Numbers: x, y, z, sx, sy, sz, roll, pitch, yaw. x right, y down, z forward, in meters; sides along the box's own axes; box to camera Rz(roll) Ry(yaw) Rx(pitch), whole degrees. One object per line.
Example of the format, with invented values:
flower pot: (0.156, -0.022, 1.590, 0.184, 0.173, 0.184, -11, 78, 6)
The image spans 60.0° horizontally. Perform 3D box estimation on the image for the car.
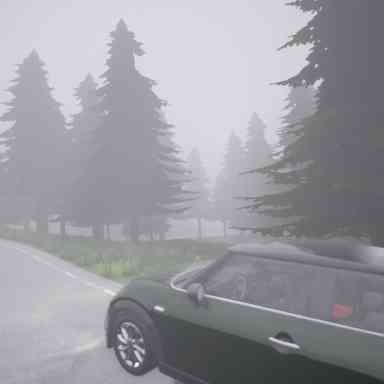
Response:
car: (0.987, 1.350, 3.961, 4.553, 1.767, 2.097, 0, 0, 39)
